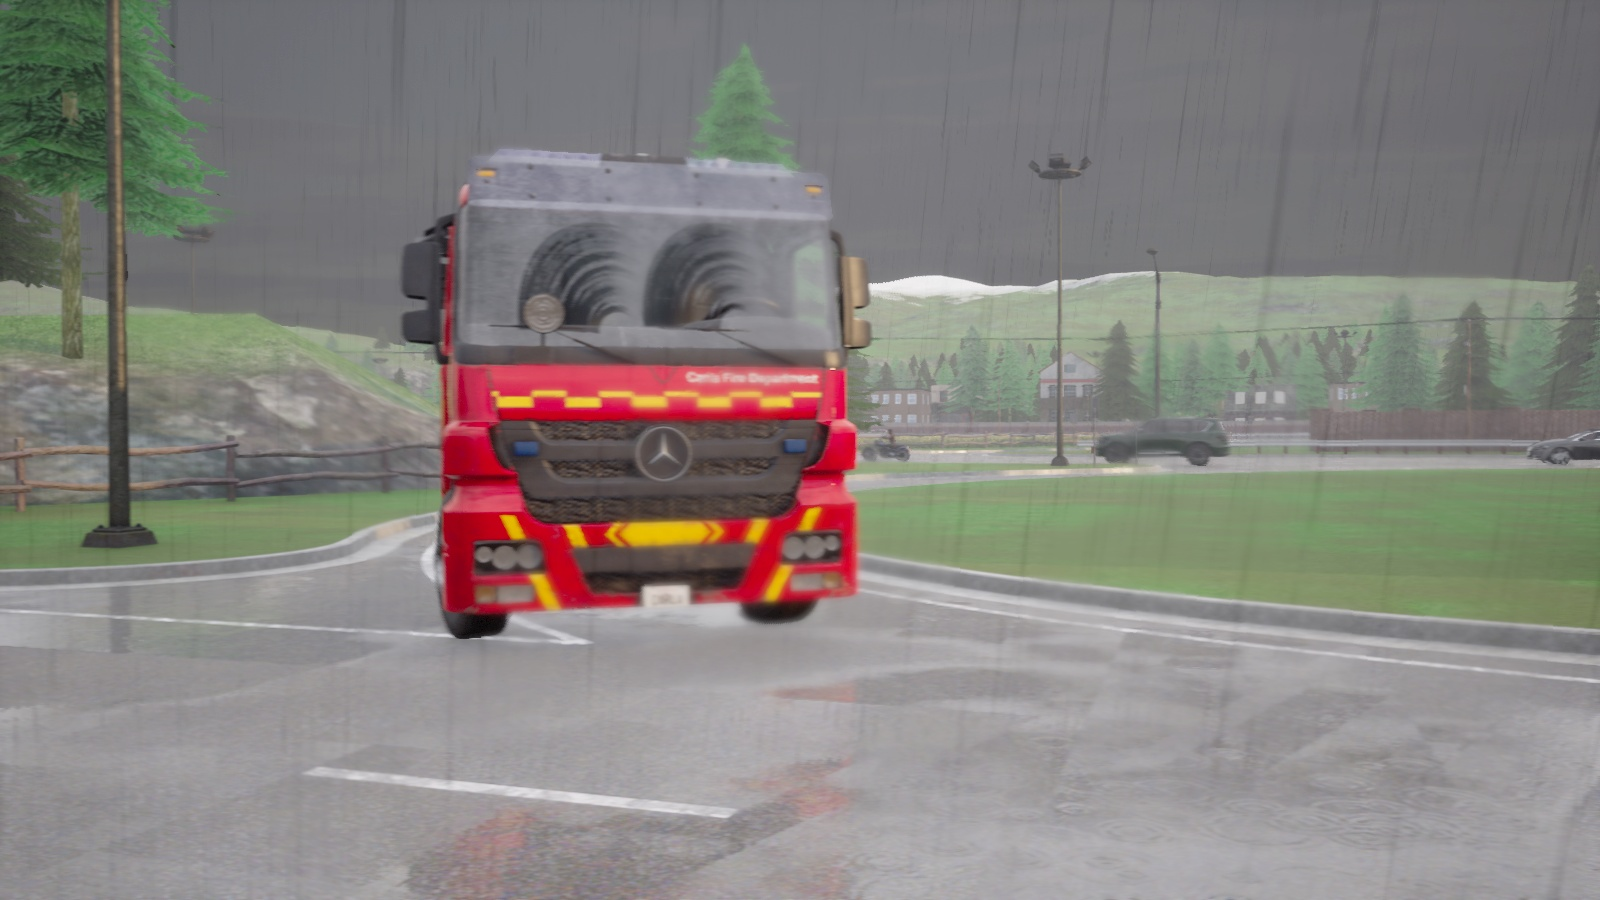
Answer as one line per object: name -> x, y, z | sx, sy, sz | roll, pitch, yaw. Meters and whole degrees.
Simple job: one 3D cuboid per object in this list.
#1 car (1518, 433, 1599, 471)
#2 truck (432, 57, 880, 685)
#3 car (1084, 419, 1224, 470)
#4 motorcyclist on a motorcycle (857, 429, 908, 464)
car -> 32.232, 0.086, 51.104 | 4.902, 1.511, 2.128 | 1, 1, 18
truck -> -2.036, -0.539, 12.132 | 2.891, 3.827, 8.468 | 0, 1, -16
car -> 14.997, -0.248, 53.159 | 5.566, 2.045, 2.150 | 1, 1, 18
motorcyclist on a motorcycle -> 3.988, -0.177, 60.523 | 2.350, 1.649, 0.766 | 0, 1, 18
